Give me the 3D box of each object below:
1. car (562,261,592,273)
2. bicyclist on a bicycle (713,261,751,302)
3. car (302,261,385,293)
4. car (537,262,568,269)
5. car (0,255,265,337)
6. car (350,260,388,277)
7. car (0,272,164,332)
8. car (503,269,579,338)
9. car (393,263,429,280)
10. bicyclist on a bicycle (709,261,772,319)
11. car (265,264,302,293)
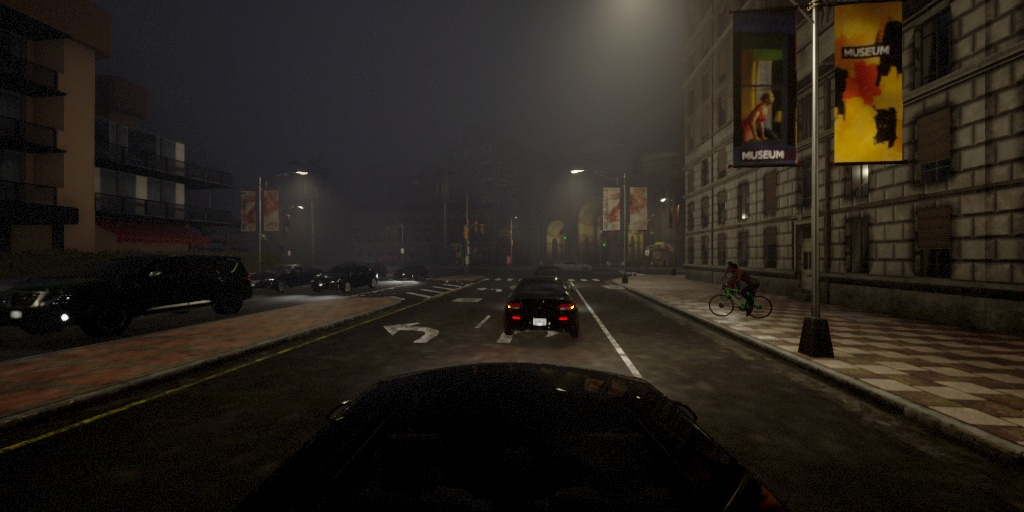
[{"bbox_3d":[7.306,1.275,43.523,4.674,1.442,1.812,0,0,7],"label":"car"},{"bbox_3d":[9.246,1.050,15.035,1.656,1.620,0.582,0,0,-28],"label":"bicyclist on a bicycle"},{"bbox_3d":[-9.635,1.255,20.985,1.837,1.490,4.892,0,0,7],"label":"car"},{"bbox_3d":[2.035,1.275,20.186,1.812,1.442,4.674,0,0,6],"label":"car"},{"bbox_3d":[-10.777,0.973,10.795,2.150,2.045,5.566,0,0,8],"label":"car"},{"bbox_3d":[-12.405,1.297,31.491,2.033,1.411,5.357,0,0,-4],"label":"car"},{"bbox_3d":[-14.307,1.298,10.849,2.033,1.411,5.357,0,0,7],"label":"car"},{"bbox_3d":[0.875,1.276,10.169,1.812,1.442,4.674,0,0,7],"label":"car"},{"bbox_3d":[-8.656,1.314,31.025,1.994,1.385,4.181,0,0,3],"label":"car"},{"bbox_3d":[6.835,1.051,10.769,1.656,1.620,0.582,0,0,22],"label":"bicyclist on a bicycle"},{"bbox_3d":[-13.165,1.242,21.041,2.128,1.511,4.902,0,0,6],"label":"car"}]
